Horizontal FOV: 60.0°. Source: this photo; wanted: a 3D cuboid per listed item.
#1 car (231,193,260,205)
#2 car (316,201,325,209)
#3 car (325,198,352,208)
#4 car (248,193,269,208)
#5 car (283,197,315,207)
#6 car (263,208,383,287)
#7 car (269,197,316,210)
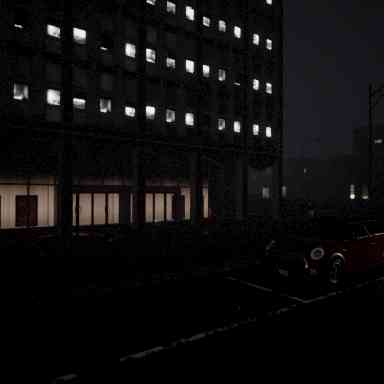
[{"bbox_3d":[9.197,1.168,57.616,2.192,1.841,5.009,1,0,-35],"label":"car"},{"bbox_3d":[13.534,1.414,41.148,1.812,1.442,4.674,0,0,-35],"label":"car"},{"bbox_3d":[18.544,1.447,44.091,1.752,1.417,4.829,1,0,-35],"label":"car"},{"bbox_3d":[8.600,1.168,43.743,2.192,1.841,5.009,1,0,-35],"label":"car"},{"bbox_3d":[15.492,1.480,48.507,1.802,1.307,4.206,1,0,-35],"label":"car"},{"bbox_3d":[3.863,1.441,9.316,4.097,1.590,1.967,0,0,-36],"label":"car"},{"bbox_3d":[11.746,1.427,39.188,2.008,1.369,4.403,1,0,-35],"label":"car"}]
